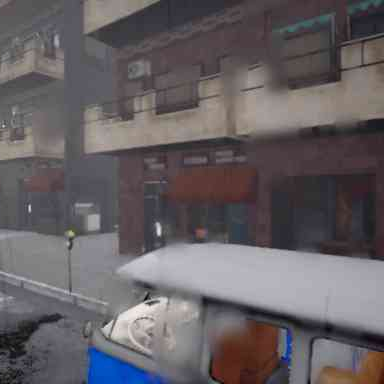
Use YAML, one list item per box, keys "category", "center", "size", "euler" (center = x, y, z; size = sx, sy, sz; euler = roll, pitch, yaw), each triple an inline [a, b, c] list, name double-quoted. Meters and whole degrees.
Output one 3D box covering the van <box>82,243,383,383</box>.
- category: "van"
  center: [1.037, 1.340, 1.997]
  size: [3.998, 1.788, 1.690]
  euler: [0, 0, 35]
